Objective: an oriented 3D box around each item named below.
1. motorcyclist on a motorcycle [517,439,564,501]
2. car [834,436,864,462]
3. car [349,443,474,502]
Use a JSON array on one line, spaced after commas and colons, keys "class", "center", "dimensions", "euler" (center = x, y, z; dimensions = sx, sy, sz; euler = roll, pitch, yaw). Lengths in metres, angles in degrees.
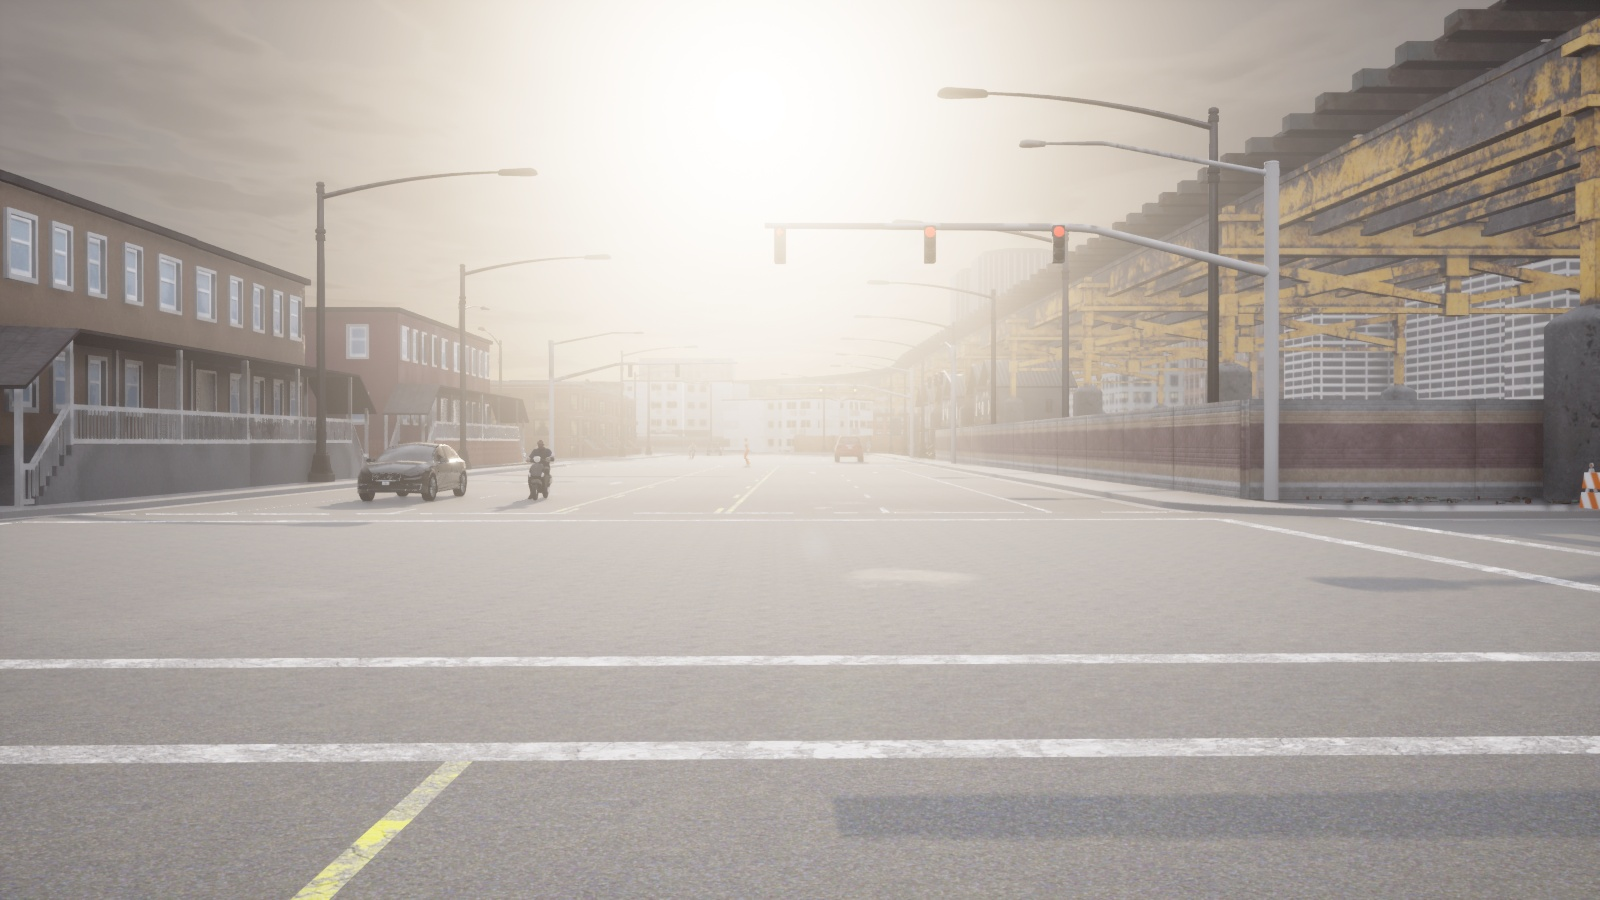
[{"class": "motorcyclist on a motorcycle", "center": [-6.884, 0.506, 33.335], "dimensions": [0.866, 1.590, 1.817], "euler": [0, 0, 0]}, {"class": "car", "center": [3.806, -0.087, 98.511], "dimensions": [2.150, 2.045, 5.566], "euler": [0, 0, 0]}, {"class": "car", "center": [-10.382, 0.552, 33.928], "dimensions": [1.837, 1.490, 4.892], "euler": [0, 0, 0]}]
